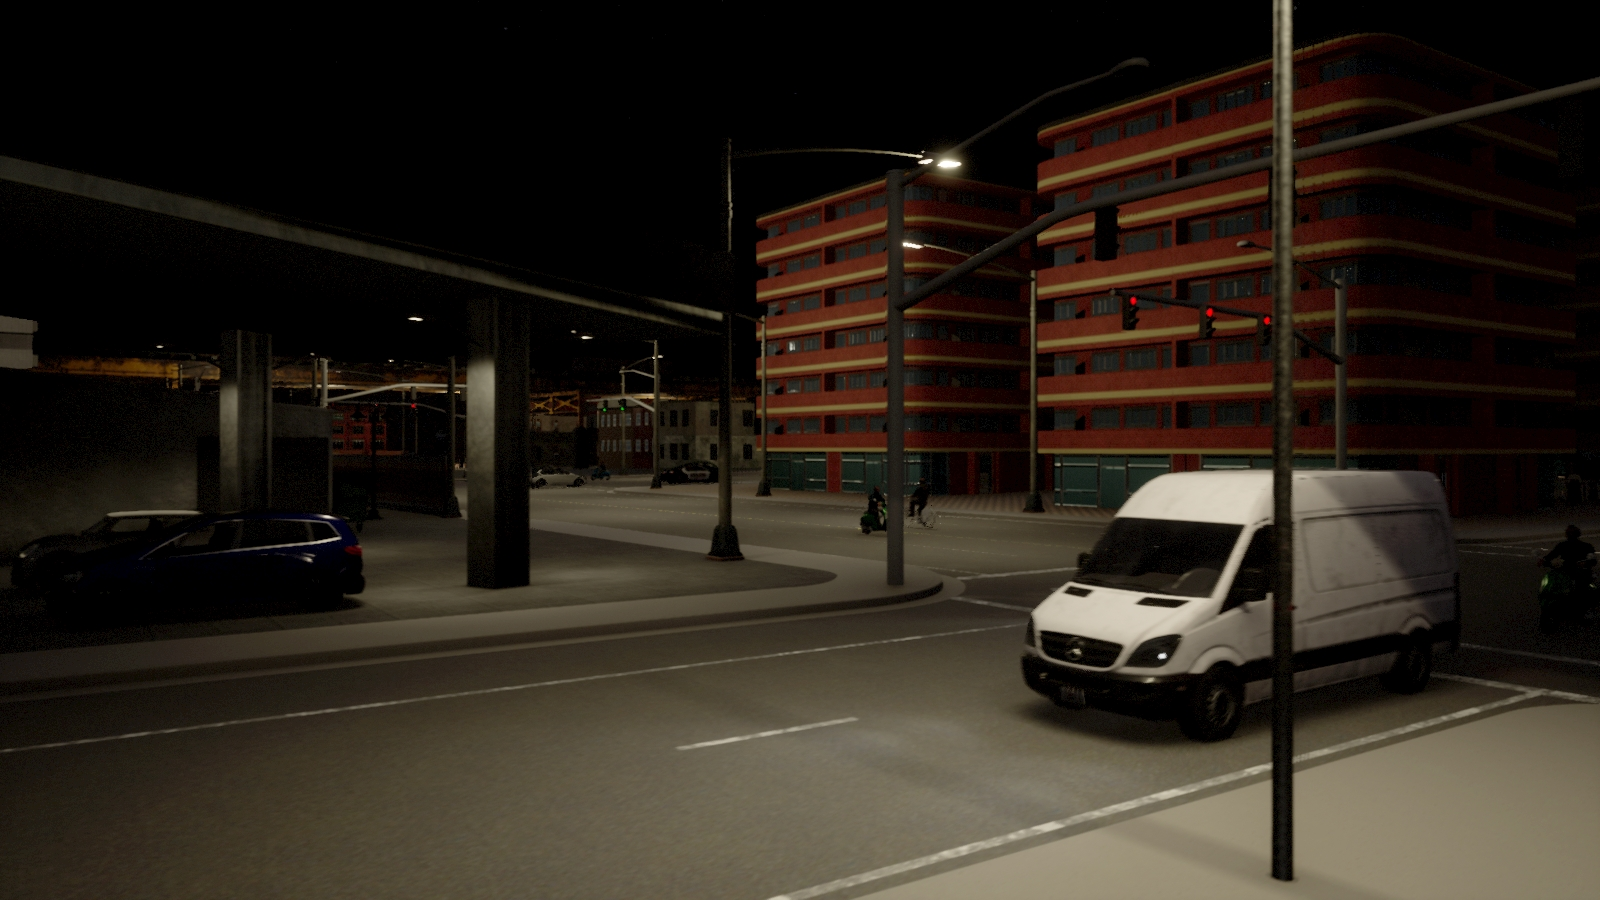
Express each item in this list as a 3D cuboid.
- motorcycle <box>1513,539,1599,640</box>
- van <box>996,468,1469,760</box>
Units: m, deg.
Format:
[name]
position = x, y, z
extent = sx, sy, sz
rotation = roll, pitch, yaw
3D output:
[motorcycle]
position = 11.862, 2.111, 17.589
extent = 1.805, 1.341, 0.856
rotation = 0, 0, -35
[van]
position = 5.038, 1.520, 12.826
extent = 5.915, 2.561, 1.988
rotation = 0, 0, -35
